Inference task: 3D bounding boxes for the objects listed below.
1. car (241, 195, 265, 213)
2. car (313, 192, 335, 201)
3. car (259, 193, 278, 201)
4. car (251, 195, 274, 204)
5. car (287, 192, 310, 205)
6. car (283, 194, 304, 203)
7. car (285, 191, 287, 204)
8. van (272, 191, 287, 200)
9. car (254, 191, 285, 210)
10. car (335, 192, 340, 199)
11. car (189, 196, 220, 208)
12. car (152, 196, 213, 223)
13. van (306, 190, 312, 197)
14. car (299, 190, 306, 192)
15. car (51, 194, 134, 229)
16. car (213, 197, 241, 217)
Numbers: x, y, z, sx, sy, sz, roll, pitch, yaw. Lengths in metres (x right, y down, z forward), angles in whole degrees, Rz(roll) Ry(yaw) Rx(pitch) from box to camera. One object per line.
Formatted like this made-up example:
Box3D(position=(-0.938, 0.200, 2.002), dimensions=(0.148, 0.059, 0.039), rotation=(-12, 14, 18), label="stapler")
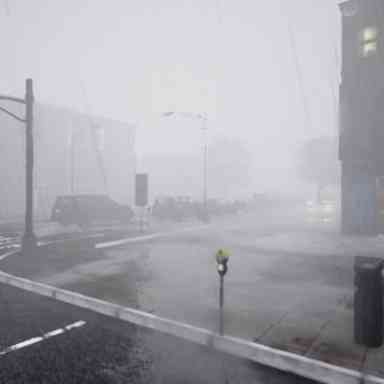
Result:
Box3D(position=(5.411, 1.303, 33.847), dimensions=(2.008, 1.369, 4.403), rotation=(1, 1, 35), label="car")
Box3D(position=(24.278, 0.897, 61.233), dimensions=(2.008, 1.369, 4.403), rotation=(1, 1, 35), label="car")
Box3D(position=(14.129, 0.929, 61.273), dimensions=(1.752, 1.417, 4.829), rotation=(1, 1, 35), label="car")
Box3D(position=(11.156, 1.120, 52.233), dimensions=(1.895, 1.301, 4.718), rotation=(0, 1, 35), label="car")
Box3D(position=(14.844, 1.116, 47.541), dimensions=(1.947, 1.339, 4.313), rotation=(1, 1, 35), label="car")
Box3D(position=(16.969, 1.053, 55.383), dimensions=(1.895, 1.301, 4.718), rotation=(0, 1, 35), label="car")
Box3D(position=(11.389, 1.051, 47.187), dimensions=(1.882, 1.535, 5.008), rotation=(0, 1, 35), label="car")
Box3D(position=(17.371, 0.674, 65.973), dimensions=(1.690, 1.788, 3.998), rotation=(1, 1, 35), label="van")
Box3D(position=(8.557, 1.000, 38.408), dimensions=(2.192, 1.841, 5.009), rotation=(1, 1, 35), label="car")
Box3D(position=(27.422, 0.860, 65.798), dimensions=(1.802, 1.307, 4.206), rotation=(1, 1, 35), label="car")
Box3D(position=(1.647, 1.238, 43.156), dimensions=(1.947, 1.339, 4.313), rotation=(1, 1, 35), label="car")
Box3D(position=(-0.878, 1.200, 24.714), dimensions=(2.192, 1.841, 5.009), rotation=(1, 1, 35), label="car")
Box3D(position=(26.804, 0.468, 79.666), dimensions=(1.690, 1.788, 3.998), rotation=(1, 1, 35), label="van")
Box3D(position=(23.660, 0.636, 75.104), dimensions=(1.967, 1.590, 4.097), rotation=(1, 1, 35), label="car")
Box3D(position=(-6.312, 1.170, 21.589), dimensions=(2.150, 2.045, 5.566), rotation=(0, 1, 35), label="car")
Box3D(position=(2.266, 1.259, 29.280), dimensions=(1.967, 1.590, 4.097), rotation=(1, 1, 35), label="car")
